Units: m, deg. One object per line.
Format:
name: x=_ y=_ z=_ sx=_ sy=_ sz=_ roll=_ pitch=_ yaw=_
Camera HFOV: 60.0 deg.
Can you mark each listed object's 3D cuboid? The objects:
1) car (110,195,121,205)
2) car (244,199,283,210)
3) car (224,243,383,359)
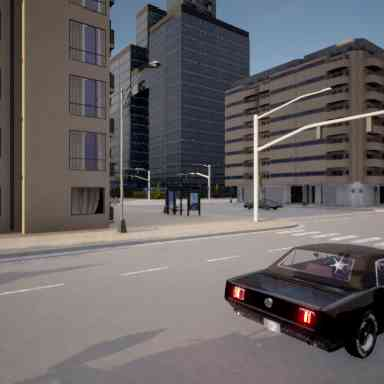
car: x=-14.586 y=1.619 z=58.776 sx=4.181 sy=1.385 sz=1.994 roll=0 pitch=0 yaw=2
car: x=9.180 y=1.603 z=43.206 sx=2.033 sy=1.411 sz=5.357 roll=0 pitch=0 yaw=-38
car: x=2.922 y=1.601 z=6.009 sx=4.718 sy=1.301 sz=1.895 roll=0 pitch=0 yaw=-36
